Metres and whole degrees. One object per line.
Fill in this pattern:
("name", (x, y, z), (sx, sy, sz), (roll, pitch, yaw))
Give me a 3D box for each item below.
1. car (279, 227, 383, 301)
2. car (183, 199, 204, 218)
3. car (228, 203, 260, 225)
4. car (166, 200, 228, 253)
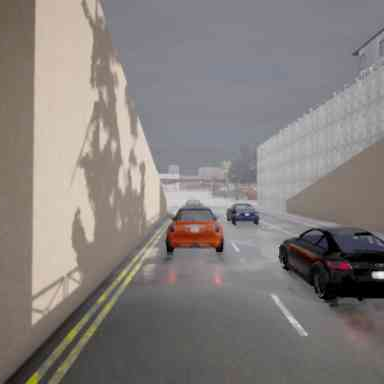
("car", (3.602, 1.558, 8.347), (1.994, 1.385, 4.181), (0, 0, 0))
("car", (0.105, 1.483, 31.031), (1.837, 1.490, 4.892), (0, 0, 0))
("car", (3.604, 1.531, 24.207), (2.033, 1.411, 5.357), (0, 0, 0))
("car", (0.103, 1.342, 13.777), (2.097, 1.767, 4.553), (0, 0, 0))
